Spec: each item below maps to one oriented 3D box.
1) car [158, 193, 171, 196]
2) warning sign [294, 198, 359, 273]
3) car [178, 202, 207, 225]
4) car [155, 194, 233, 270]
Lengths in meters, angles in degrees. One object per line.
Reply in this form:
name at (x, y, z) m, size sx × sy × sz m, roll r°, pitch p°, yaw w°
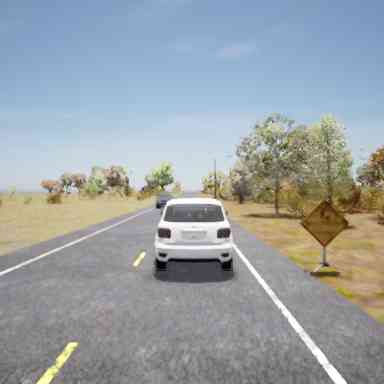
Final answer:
car at (-3.599, 1.187, 44.624) m, size 2.150 × 2.045 × 5.566 m, roll 0°, pitch 0°, yaw 0°
warning sign at (3.544, 1.113, 8.919) m, size 1.300 × 1.860 × 1.060 m, roll 0°, pitch 0°, yaw 0°
car at (0.064, 1.536, 25.474) m, size 2.033 × 1.411 × 5.357 m, roll 0°, pitch 0°, yaw 0°
car at (0.067, 1.219, 11.142) m, size 2.150 × 2.045 × 5.566 m, roll 0°, pitch 0°, yaw 0°
